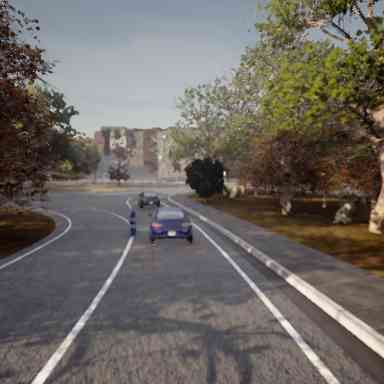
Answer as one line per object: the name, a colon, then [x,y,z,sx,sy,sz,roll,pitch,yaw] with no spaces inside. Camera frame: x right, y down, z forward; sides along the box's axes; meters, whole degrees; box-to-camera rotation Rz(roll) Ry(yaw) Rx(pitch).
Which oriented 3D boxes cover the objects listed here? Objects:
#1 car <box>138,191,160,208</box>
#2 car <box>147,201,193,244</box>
car: [-4.038,0.614,31.129,1.812,1.442,4.674,-1,4,-12]
car: [-1.034,1.390,15.277,1.812,1.442,4.674,-1,2,-6]
